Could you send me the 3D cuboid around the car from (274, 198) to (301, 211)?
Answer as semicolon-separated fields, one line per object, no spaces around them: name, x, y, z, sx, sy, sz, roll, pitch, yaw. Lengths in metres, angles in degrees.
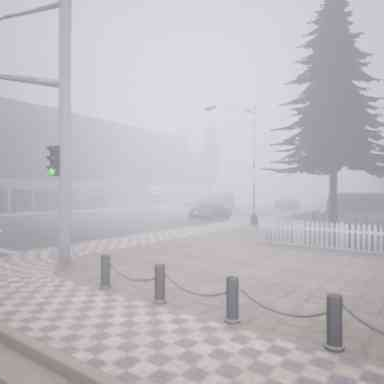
car;11.543;1.404;40.064;1.882;1.535;5.008;0;1;36

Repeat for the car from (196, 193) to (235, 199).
car;3.286;1.104;40.687;2.150;2.045;5.566;0;0;36

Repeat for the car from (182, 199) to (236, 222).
car;1.489;1.486;26.088;1.994;1.385;4.181;0;0;36
